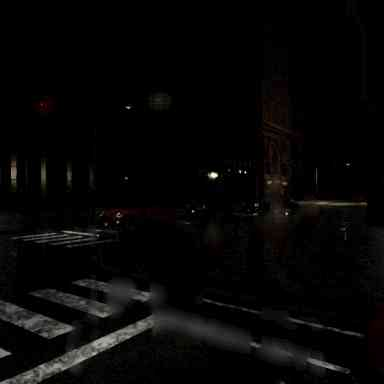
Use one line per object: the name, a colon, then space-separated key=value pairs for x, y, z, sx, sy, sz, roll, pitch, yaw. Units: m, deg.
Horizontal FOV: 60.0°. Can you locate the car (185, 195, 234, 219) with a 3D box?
car: x=1.697 y=1.256 z=29.781 sx=2.150 sy=2.045 sz=5.566 roll=0 pitch=0 yaw=36

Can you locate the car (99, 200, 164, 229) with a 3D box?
car: x=-3.904 y=1.376 z=21.953 sx=2.097 sy=1.767 sz=4.553 roll=0 pitch=0 yaw=35

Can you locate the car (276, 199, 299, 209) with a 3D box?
car: x=13.124 y=1.623 z=45.638 sx=1.994 sy=1.385 sz=4.181 roll=0 pitch=0 yaw=36

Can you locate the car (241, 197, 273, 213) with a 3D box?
car: x=7.395 y=1.399 z=37.700 sx=2.097 sy=1.767 sz=4.553 roll=0 pitch=0 yaw=35

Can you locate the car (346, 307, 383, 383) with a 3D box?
car: x=3.564 y=1.221 z=1.149 sx=5.566 sy=2.045 sz=2.150 roll=0 pitch=0 yaw=36
